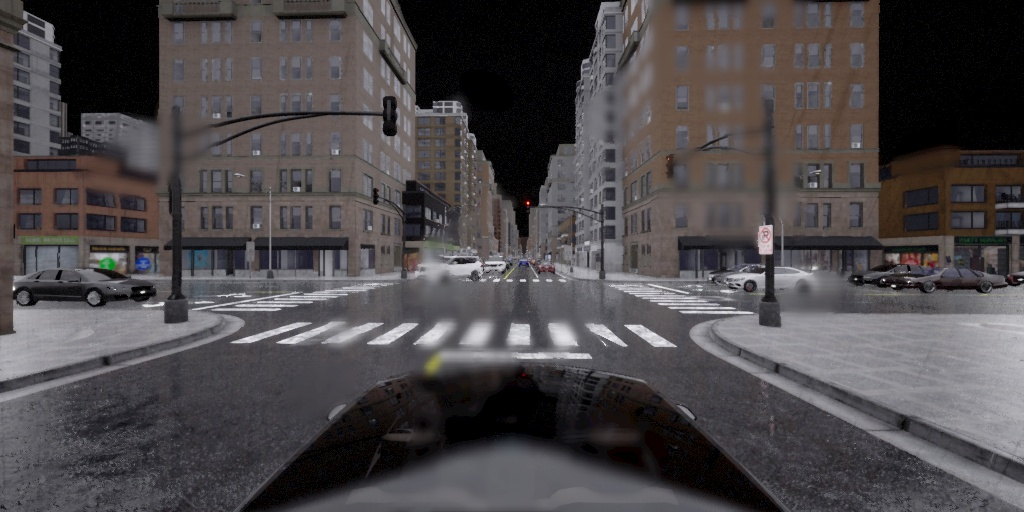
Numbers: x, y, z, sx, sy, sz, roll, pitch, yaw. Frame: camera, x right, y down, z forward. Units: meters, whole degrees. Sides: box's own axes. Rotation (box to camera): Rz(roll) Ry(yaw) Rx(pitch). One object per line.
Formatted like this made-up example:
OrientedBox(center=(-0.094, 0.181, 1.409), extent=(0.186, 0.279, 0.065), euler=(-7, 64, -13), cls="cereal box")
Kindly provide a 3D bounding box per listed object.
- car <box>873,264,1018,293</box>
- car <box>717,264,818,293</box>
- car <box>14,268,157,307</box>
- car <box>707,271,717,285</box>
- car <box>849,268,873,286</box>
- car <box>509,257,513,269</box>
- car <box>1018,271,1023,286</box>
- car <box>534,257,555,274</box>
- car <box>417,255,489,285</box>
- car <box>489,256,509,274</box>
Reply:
OrientedBox(center=(24.374, 1.326, 20.329), extent=(5.357, 1.411, 2.033), euler=(0, 0, 2), cls="car")
OrientedBox(center=(14.787, 1.291, 20.610), extent=(4.674, 1.442, 1.812), euler=(0, 0, 3), cls="car")
OrientedBox(center=(-17.632, 1.239, 14.858), extent=(4.892, 1.490, 1.837), euler=(0, 0, 2), cls="car")
OrientedBox(center=(15.666, 1.257, 23.836), extent=(4.902, 1.511, 2.128), euler=(0, 0, 2), cls="car")
OrientedBox(center=(25.083, 1.283, 23.559), extent=(4.892, 1.490, 1.837), euler=(0, 0, 2), cls="car")
OrientedBox(center=(-1.429, 1.136, 54.838), extent=(2.097, 1.767, 4.553), euler=(0, 0, 2), cls="car")
OrientedBox(center=(35.065, 1.360, 23.257), extent=(4.181, 1.385, 1.994), euler=(0, 0, 2), cls="car")
OrientedBox(center=(3.849, 1.210, 40.936), extent=(1.967, 1.591, 4.097), euler=(0, 0, 2), cls="car")
OrientedBox(center=(-4.509, 0.968, 26.948), extent=(2.150, 2.045, 5.566), euler=(2, 1, 34), cls="car")
OrientedBox(center=(-1.899, 0.989, 41.707), extent=(2.150, 2.045, 5.566), euler=(0, 0, 2), cls="car")
